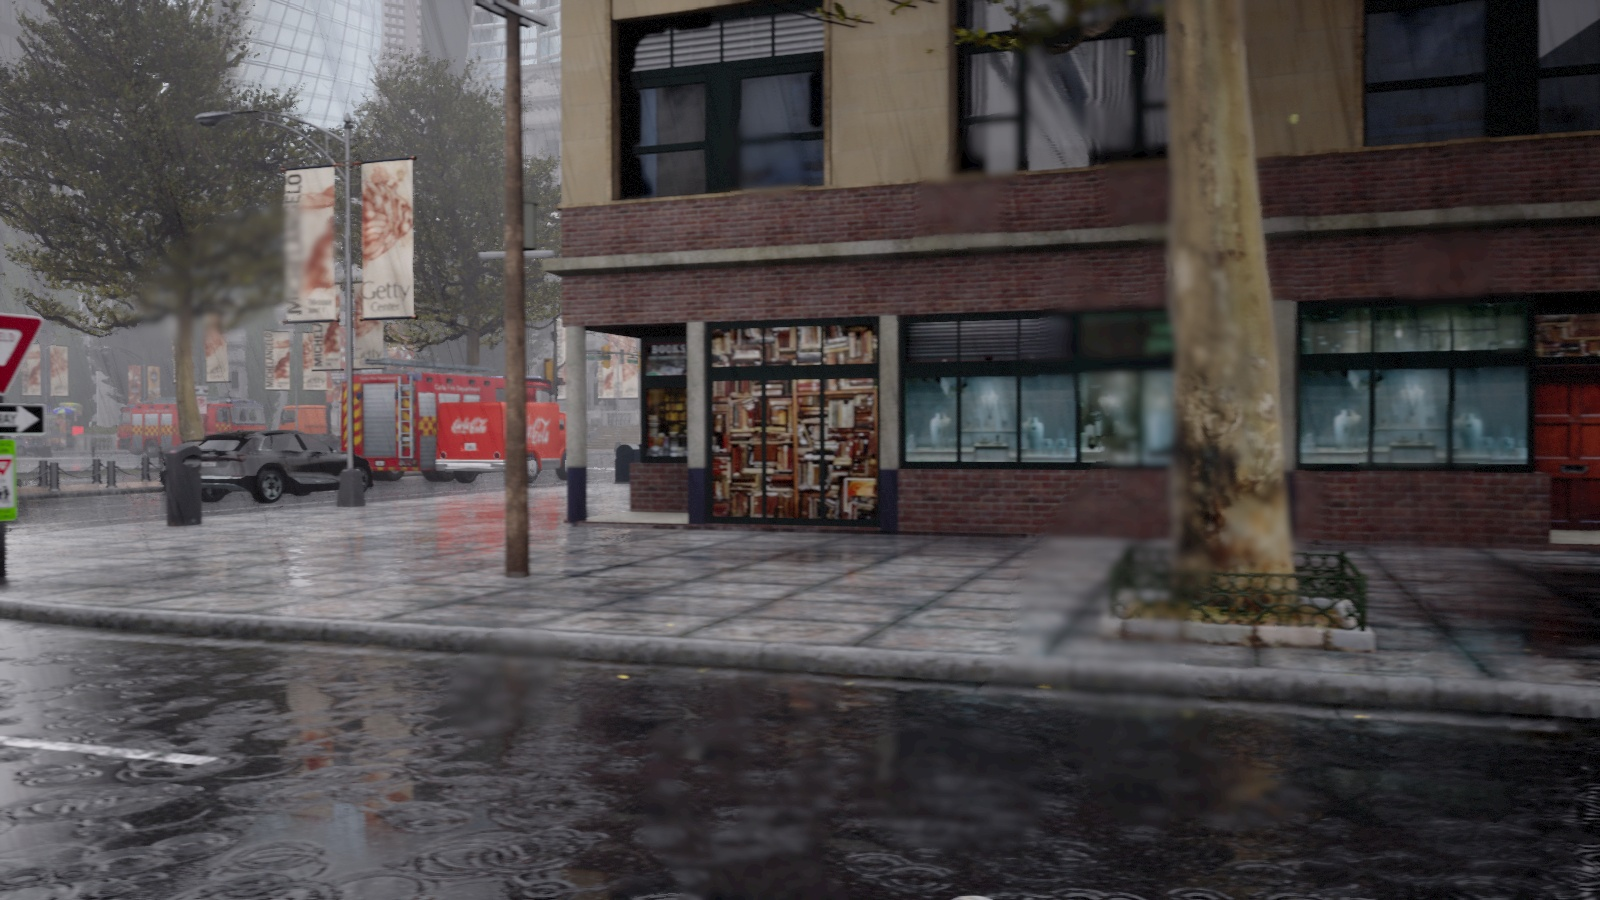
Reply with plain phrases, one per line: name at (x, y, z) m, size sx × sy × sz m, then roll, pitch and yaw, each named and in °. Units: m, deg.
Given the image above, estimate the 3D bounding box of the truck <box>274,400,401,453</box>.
truck at (-30.897, -1.596, 83.906) m, size 7.936 × 3.462 × 2.891 m, roll 1°, pitch 1°, yaw 20°

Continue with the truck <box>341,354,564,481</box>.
truck at (-11.364, -1.048, 42.172) m, size 2.891 × 3.827 × 8.468 m, roll 1°, pitch 1°, yaw 20°

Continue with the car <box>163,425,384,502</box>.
car at (-12.145, 0.247, 29.379) m, size 2.033 × 1.649 × 4.856 m, roll 1°, pitch 1°, yaw 20°

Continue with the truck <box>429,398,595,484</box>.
truck at (-8.804, -0.310, 38.941) m, size 2.627 × 2.467 × 5.204 m, roll 1°, pitch 1°, yaw 20°

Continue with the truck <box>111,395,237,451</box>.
truck at (-44.201, -1.902, 88.625) m, size 8.468 × 3.827 × 2.891 m, roll 1°, pitch 1°, yaw 20°

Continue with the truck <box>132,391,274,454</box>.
truck at (-37.476, -1.722, 78.816) m, size 8.468 × 3.827 × 2.891 m, roll 1°, pitch 1°, yaw 19°

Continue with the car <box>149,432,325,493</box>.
car at (-14.616, 0.266, 32.885) m, size 1.816 × 1.474 × 4.193 m, roll 1°, pitch 1°, yaw 20°
